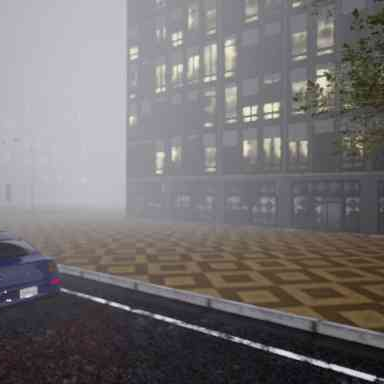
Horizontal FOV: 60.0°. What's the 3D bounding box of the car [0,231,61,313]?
[{"bbox_3d":[-4.641,1.537,6.995,4.674,1.442,1.812,0,0,36],"label":"car"}]
